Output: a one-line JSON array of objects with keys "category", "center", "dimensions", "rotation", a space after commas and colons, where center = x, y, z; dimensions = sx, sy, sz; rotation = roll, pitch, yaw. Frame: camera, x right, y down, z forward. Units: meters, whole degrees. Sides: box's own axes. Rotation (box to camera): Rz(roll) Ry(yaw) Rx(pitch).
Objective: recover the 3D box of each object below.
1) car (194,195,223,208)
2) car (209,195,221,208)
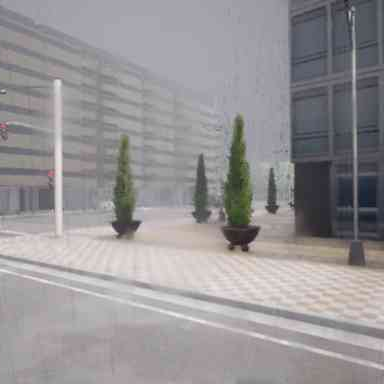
[{"category": "car", "center": [2.844, 1.587, 56.627], "dimensions": [2.150, 2.045, 5.566], "rotation": [-1, -1, 37]}, {"category": "car", "center": [5.678, 1.540, 54.574], "dimensions": [2.150, 2.045, 5.566], "rotation": [-1, -1, 37]}]
